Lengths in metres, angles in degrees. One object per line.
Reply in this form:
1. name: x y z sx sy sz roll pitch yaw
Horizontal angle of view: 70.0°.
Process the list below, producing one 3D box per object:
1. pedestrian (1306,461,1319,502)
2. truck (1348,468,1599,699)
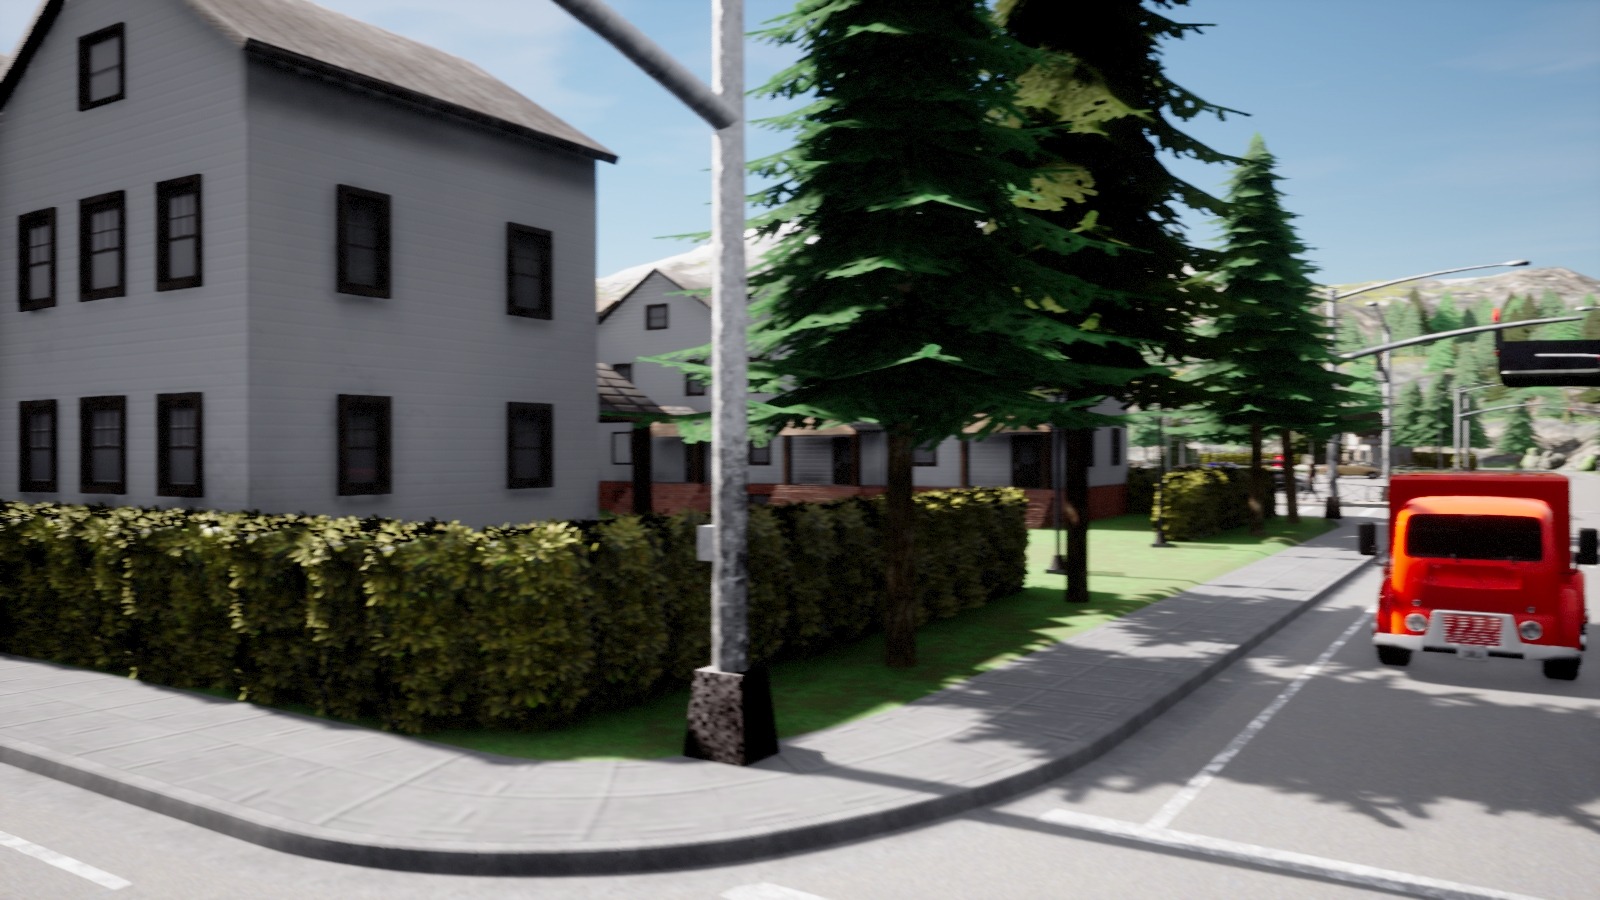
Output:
1. pedestrian: 23.103 1.419 51.520 0.375 1.860 0.375 0 0 -37
2. truck: 9.236 1.531 15.575 2.627 2.467 5.204 0 0 32
